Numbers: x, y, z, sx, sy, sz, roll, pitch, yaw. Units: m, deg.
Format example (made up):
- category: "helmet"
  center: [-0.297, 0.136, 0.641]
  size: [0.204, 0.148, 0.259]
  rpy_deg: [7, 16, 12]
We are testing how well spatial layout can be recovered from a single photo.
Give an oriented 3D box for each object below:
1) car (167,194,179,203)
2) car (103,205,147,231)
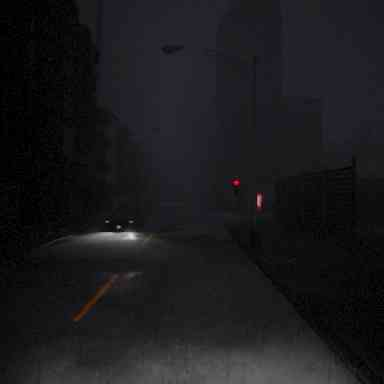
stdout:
- category: "car"
  center: [-4.017, 1.488, 70.755]
  size: [2.150, 2.045, 5.566]
  rpy_deg: [0, 0, 0]
- category: "car"
  center: [-4.032, 1.560, 21.017]
  size: [2.033, 1.411, 5.357]
  rpy_deg: [0, 0, 0]
